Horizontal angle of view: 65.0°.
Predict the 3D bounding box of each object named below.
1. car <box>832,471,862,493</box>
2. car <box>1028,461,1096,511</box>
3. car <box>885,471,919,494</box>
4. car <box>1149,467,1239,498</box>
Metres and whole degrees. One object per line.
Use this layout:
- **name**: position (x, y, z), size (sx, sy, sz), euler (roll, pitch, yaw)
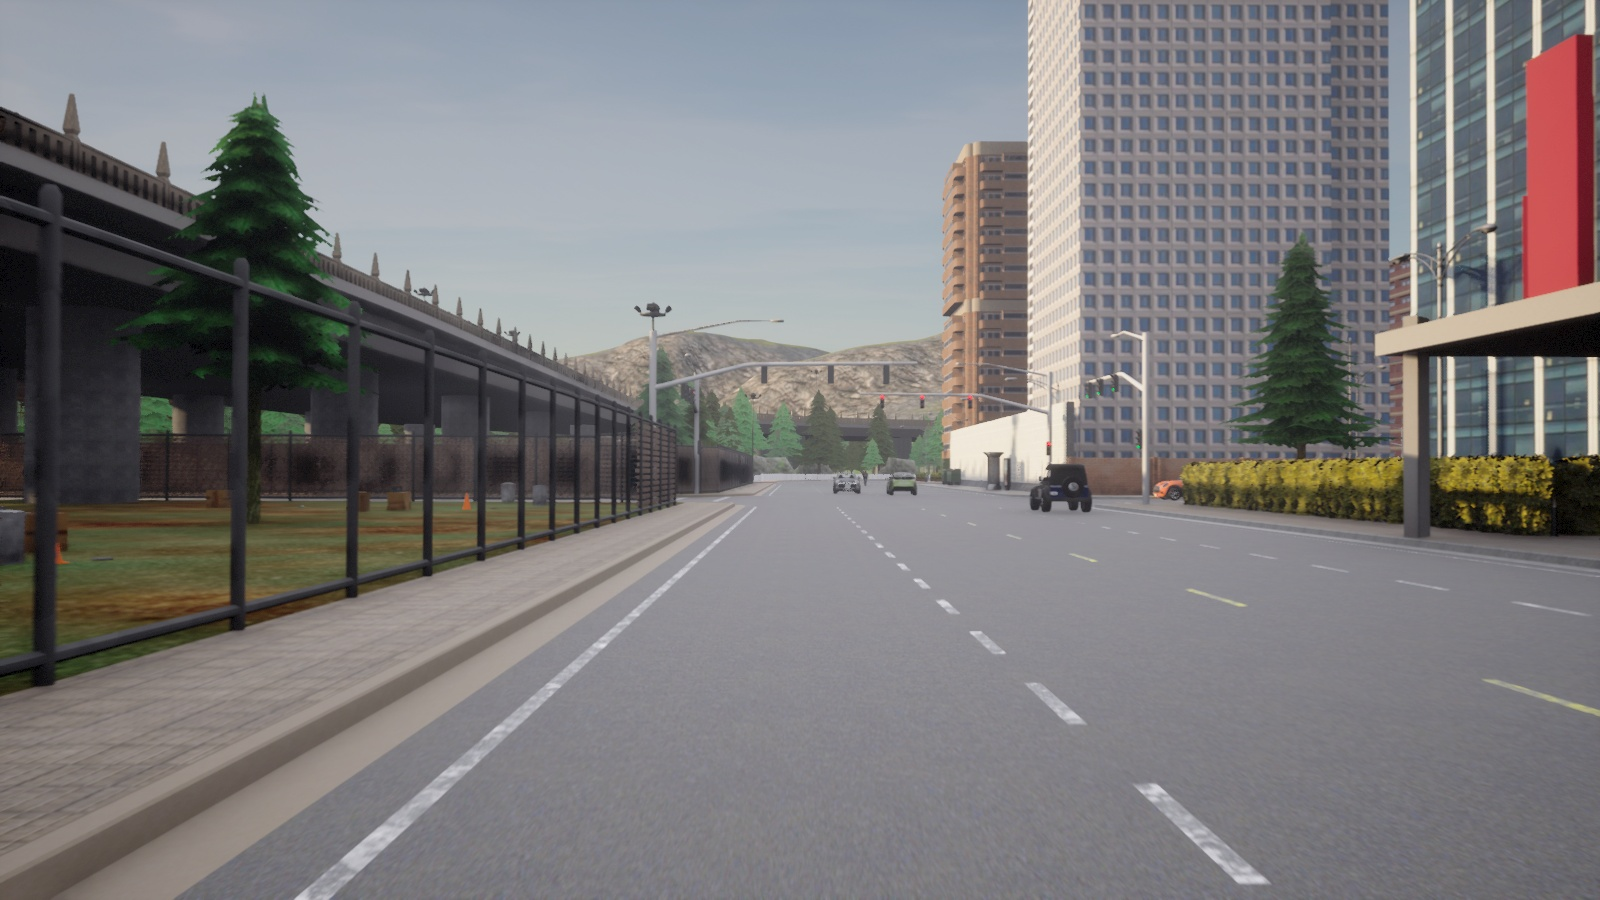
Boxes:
- **car**: position (3.283, 2.247, 88.437), size (1.970, 1.475, 3.806), euler (0, -1, 0)
- **car**: position (10.375, 1.406, 50.018), size (1.905, 1.878, 3.866), euler (0, -1, 0)
- **car**: position (6.792, 2.138, 83.843), size (2.007, 1.525, 4.514), euler (0, -1, 1)
- **car**: position (22.868, 1.860, 73.079), size (4.553, 1.767, 2.097), euler (0, -1, 0)
